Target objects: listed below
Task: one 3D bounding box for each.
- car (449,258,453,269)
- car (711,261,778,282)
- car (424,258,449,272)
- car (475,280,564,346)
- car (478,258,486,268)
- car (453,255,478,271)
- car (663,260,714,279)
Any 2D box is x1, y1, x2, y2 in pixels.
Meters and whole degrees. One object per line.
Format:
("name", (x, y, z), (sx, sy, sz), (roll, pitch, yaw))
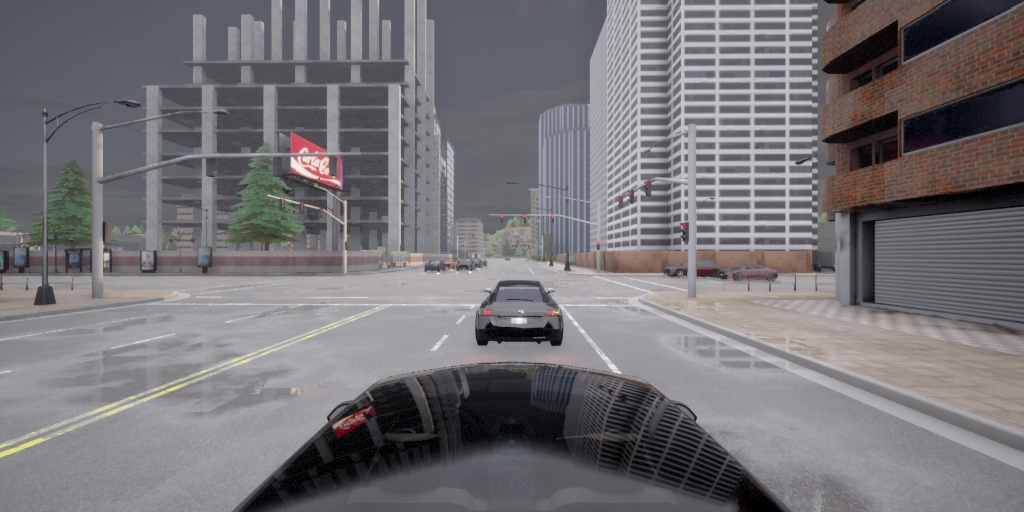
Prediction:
("car", (-9.640, 1.102, 55.026), (2.097, 1.767, 4.553), (0, 0, 1))
("car", (18.812, 1.314, 28.814), (4.181, 1.385, 1.994), (0, 0, 1))
("car", (-9.811, 1.228, 45.995), (1.882, 1.535, 5.008), (0, 0, 1))
("car", (0.194, 1.314, 9.452), (1.994, 1.385, 4.181), (0, 0, 1))
("car", (-6.056, 1.102, 59.031), (2.097, 1.767, 4.553), (0, 0, 1))
("car", (-6.253, 1.102, 48.848), (2.097, 1.767, 4.553), (0, 0, 1))
("car", (16.153, 1.105, 32.349), (4.553, 1.767, 2.097), (0, 0, 1))
